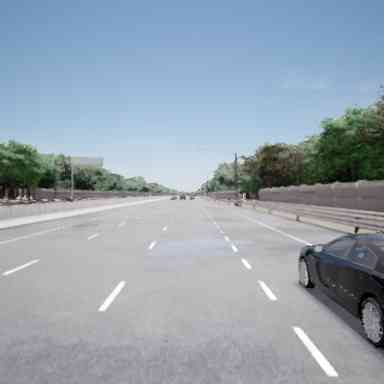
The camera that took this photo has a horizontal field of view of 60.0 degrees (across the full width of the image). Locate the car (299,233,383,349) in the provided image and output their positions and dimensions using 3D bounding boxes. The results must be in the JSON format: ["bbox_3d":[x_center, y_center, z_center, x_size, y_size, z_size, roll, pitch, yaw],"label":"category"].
[{"bbox_3d":[3.600,1.518,6.351,1.882,1.535,5.008,0,0,0],"label":"car"}]
